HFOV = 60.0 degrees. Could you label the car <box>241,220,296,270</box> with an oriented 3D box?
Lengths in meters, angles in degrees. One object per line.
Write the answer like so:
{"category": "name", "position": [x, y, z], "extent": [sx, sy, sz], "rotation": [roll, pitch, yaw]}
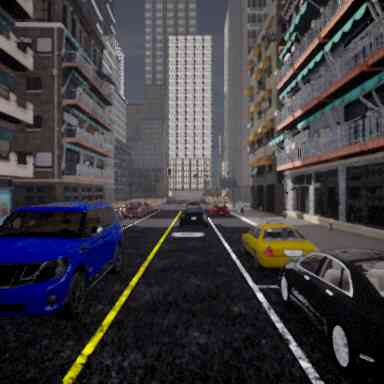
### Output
{"category": "car", "position": [2.697, 1.604, 11.172], "extent": [1.752, 1.417, 4.829], "rotation": [-1, 0, 0]}

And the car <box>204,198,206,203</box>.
{"category": "car", "position": [2.739, 1.839, 44.312], "extent": [1.752, 1.417, 4.829], "rotation": [-1, 0, 0]}

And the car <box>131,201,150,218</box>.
{"category": "car", "position": [-5.656, 1.674, 33.121], "extent": [1.967, 1.590, 4.097], "rotation": [-1, 0, 0]}

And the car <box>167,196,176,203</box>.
{"category": "car", "position": [-5.579, 1.983, 93.240], "extent": [2.192, 1.841, 5.009], "rotation": [-1, 0, 0]}

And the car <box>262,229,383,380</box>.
{"category": "car", "position": [2.690, 1.590, 5.479], "extent": [2.008, 1.369, 4.403], "rotation": [-1, 0, 0]}

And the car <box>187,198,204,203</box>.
{"category": "car", "position": [0.149, 1.783, 39.379], "extent": [1.837, 1.490, 4.892], "rotation": [0, 0, 0]}

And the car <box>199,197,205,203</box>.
{"category": "car", "position": [2.803, 2.194, 93.396], "extent": [1.752, 1.417, 4.829], "rotation": [-1, 0, 0]}

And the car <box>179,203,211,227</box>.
{"category": "car", "position": [0.129, 1.734, 24.080], "extent": [1.994, 1.385, 4.181], "rotation": [0, 0, 0]}

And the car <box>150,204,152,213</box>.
{"category": "car", "position": [-5.648, 1.818, 38.644], "extent": [1.887, 1.381, 4.507], "rotation": [-1, 0, 0]}

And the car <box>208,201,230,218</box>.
{"category": "car", "position": [2.726, 1.778, 33.095], "extent": [1.887, 1.381, 4.507], "rotation": [-1, 0, 0]}

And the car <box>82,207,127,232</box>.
{"category": "car", "position": [-5.669, 1.738, 22.073], "extent": [1.802, 1.307, 4.206], "rotation": [-1, 0, 0]}

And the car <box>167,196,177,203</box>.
{"category": "car", "position": [-5.585, 2.172, 87.679], "extent": [1.887, 1.381, 4.507], "rotation": [-1, 0, 0]}

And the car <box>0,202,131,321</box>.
{"category": "car", "position": [-3.091, 1.277, 7.758], "extent": [2.150, 2.045, 5.566], "rotation": [0, 0, 0]}
